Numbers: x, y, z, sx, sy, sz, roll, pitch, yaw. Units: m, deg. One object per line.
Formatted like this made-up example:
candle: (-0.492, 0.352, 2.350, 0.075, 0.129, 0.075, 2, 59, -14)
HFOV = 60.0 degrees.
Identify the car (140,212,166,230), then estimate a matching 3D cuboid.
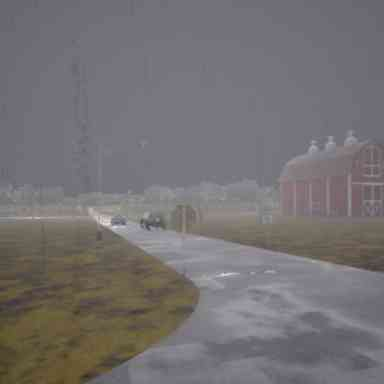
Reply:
car: (-4.602, 3.361, 39.053, 2.150, 2.045, 5.566, 1, -3, -18)

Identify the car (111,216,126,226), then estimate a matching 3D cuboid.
car: (-10.984, 4.278, 49.539, 2.033, 1.411, 5.357, 1, -3, -18)
